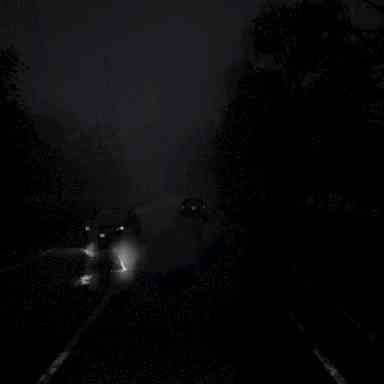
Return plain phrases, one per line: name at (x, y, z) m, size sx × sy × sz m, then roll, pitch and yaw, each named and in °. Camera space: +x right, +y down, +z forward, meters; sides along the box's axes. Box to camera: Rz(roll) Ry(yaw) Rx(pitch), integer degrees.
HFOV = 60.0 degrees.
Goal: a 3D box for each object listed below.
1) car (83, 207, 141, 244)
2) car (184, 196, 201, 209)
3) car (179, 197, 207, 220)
car at (-3.518, 1.436, 15.424) m, size 1.812 × 1.442 × 4.674 m, roll 0°, pitch 0°, yaw 0°
car at (0.095, 1.291, 41.619) m, size 1.994 × 1.385 × 4.181 m, roll 0°, pitch 1°, yaw 0°
car at (0.098, 1.198, 26.244) m, size 2.097 × 1.767 × 4.553 m, roll 0°, pitch 0°, yaw 0°
